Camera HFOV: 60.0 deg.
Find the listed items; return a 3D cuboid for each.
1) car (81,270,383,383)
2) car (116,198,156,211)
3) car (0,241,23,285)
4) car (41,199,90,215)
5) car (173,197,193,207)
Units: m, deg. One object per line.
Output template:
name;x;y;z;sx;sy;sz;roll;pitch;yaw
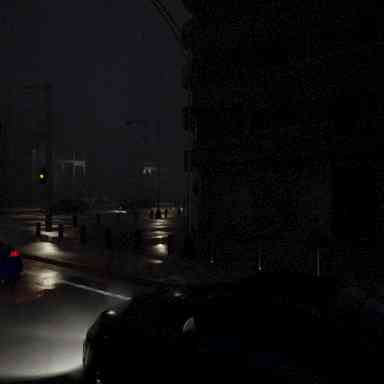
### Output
car;0.767;1.564;3.445;4.181;1.385;1.994;0;0;36
car;-6.808;1.492;41.050;2.033;1.411;5.357;0;0;36
car;-6.084;1.564;8.315;4.181;1.385;1.994;0;0;36
car;-12.539;1.449;33.120;1.837;1.490;4.892;0;0;36
car;-0.751;1.449;49.406;1.837;1.490;4.892;0;0;36
